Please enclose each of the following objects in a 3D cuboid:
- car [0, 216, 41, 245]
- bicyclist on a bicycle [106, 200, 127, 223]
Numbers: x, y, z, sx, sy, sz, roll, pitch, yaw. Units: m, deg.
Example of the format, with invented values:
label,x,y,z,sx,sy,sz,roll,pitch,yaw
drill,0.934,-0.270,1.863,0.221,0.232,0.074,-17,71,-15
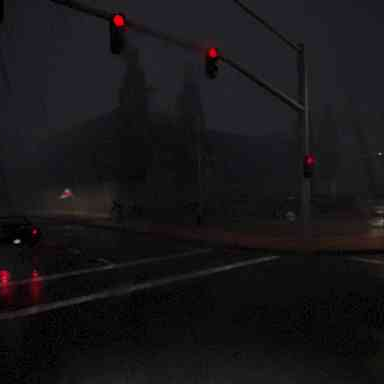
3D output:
label,x,y,z,sx,sy,sz,roll,pitch,yaw
car,-8.646,1.778,15.462,1.895,1.301,4.718,-1,0,-40
bicyclist on a bicycle,-5.333,1.393,23.604,1.656,1.620,0.582,-2,0,-40
